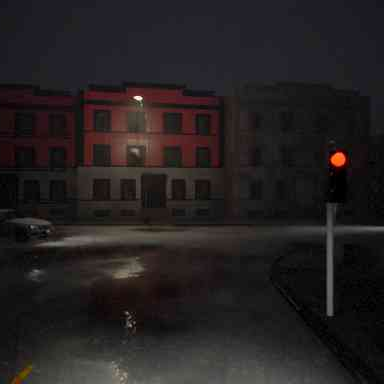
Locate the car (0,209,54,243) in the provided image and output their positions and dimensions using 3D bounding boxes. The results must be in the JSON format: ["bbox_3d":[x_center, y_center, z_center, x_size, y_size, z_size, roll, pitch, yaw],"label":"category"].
[{"bbox_3d":[-8.851,1.525,15.601,4.674,1.442,1.812,0,0,10],"label":"car"}]
